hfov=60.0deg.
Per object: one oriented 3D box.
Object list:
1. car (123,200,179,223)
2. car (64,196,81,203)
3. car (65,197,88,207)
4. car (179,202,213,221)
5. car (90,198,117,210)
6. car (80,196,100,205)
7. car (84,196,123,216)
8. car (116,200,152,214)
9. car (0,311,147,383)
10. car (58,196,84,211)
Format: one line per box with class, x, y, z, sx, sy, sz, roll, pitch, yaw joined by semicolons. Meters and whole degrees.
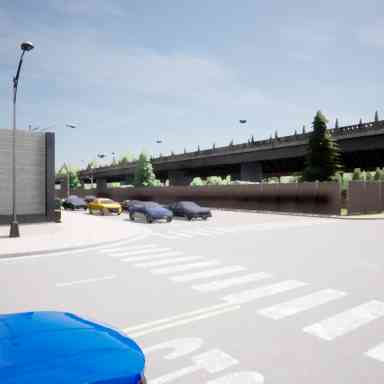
car;-3.209;1.470;25.009;1.812;1.442;4.674;0;0;-36
car;-23.745;1.469;65.948;1.812;1.442;4.674;0;0;-36
car;-18.081;1.492;51.875;2.033;1.411;5.357;0;0;-35
car;-0.607;1.492;27.380;2.033;1.411;5.357;0;0;-36
car;-11.430;1.470;42.557;1.812;1.442;4.674;0;0;-36
car;-17.819;1.422;57.828;1.882;1.535;5.008;0;0;-36
car;-8.575;1.422;32.515;1.882;1.535;5.008;0;0;-36
car;-6.176;1.545;35.183;1.895;1.301;4.718;0;0;-35
car;-2.633;1.478;1.896;5.008;1.535;1.882;0;0;-36
car;-14.270;1.492;40.495;2.033;1.411;5.357;0;0;-35
